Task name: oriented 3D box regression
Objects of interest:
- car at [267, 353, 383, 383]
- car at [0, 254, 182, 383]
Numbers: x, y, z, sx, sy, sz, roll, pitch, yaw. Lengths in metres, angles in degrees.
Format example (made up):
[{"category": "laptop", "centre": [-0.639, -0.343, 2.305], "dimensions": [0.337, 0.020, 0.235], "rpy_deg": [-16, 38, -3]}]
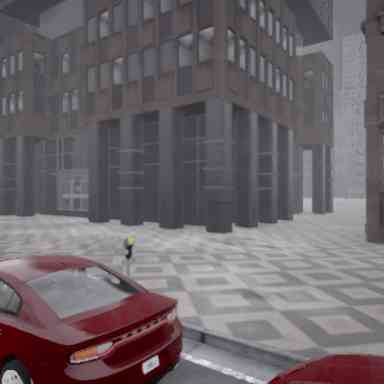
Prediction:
[{"category": "car", "centre": [2.355, 1.544, 1.283], "dimensions": [4.507, 1.381, 1.887], "rpy_deg": [0, 0, 35]}, {"category": "car", "centre": [-2.219, 1.546, 4.545], "dimensions": [4.507, 1.381, 1.887], "rpy_deg": [0, 0, 35]}]
